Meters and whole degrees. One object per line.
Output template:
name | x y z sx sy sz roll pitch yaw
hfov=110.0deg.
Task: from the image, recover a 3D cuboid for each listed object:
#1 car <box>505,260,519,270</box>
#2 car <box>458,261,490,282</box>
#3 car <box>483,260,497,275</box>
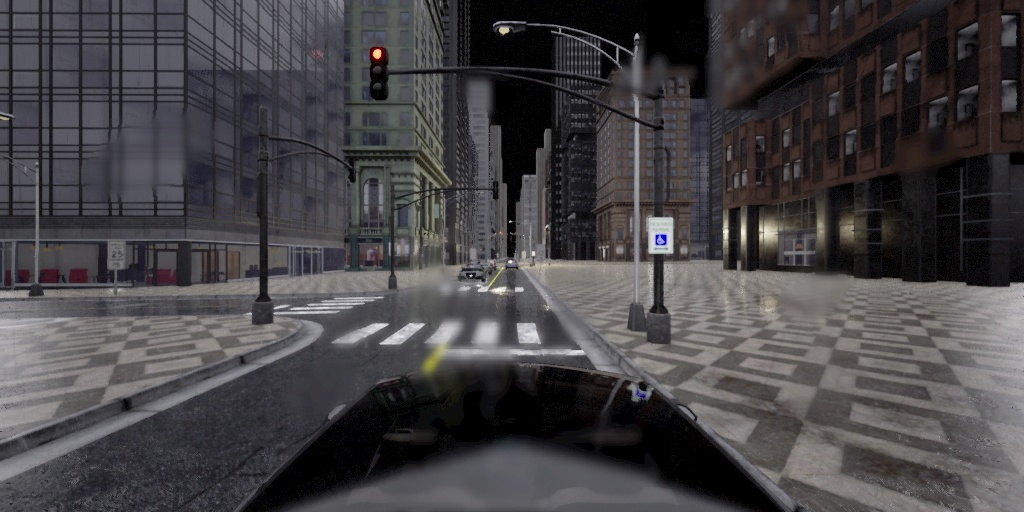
car | -0.015 1.318 53.394 1.994 1.385 4.181 0 0 0
car | -3.111 1.310 28.981 1.994 1.385 4.181 0 0 0
car | -3.105 1.239 39.216 2.128 1.511 4.902 0 0 0
